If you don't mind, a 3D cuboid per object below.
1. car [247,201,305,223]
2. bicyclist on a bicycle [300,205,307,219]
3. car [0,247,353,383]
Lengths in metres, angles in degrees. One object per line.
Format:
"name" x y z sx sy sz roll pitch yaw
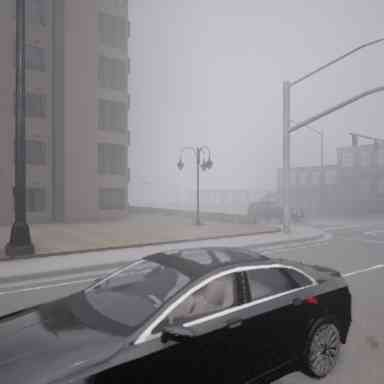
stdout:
"car" 7.460 1.795 30.404 2.150 2.045 5.566 0 -5 -36
"bicyclist on a bicycle" 13.534 2.464 40.646 1.656 1.620 0.582 0 -8 -35
"car" -0.058 1.491 3.927 4.902 1.511 2.128 0 0 -35
